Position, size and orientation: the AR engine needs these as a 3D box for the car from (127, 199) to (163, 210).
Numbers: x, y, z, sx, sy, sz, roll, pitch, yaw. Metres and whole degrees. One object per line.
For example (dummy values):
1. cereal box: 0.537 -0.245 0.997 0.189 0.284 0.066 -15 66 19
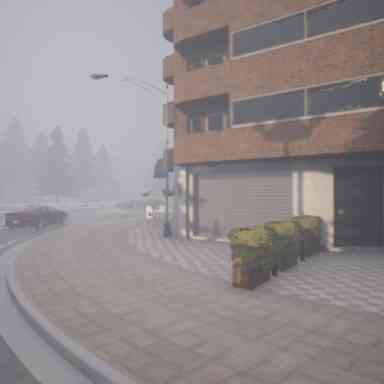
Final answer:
1. car: -6.039 1.669 45.735 2.128 1.511 4.902 0 0 36

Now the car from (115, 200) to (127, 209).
1. car: -8.957 1.755 47.671 1.994 1.385 4.181 0 0 36

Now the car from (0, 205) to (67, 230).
1. car: -10.028 1.576 21.863 1.882 1.535 5.008 0 0 5
